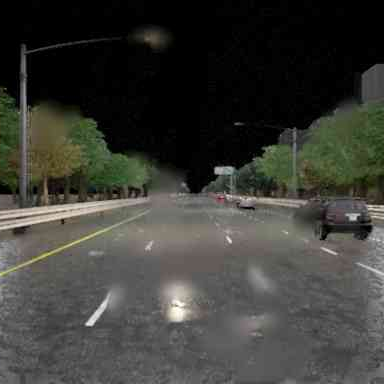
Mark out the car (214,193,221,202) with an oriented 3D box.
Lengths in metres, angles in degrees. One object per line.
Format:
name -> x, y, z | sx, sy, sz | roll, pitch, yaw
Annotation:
car -> 7.403, 1.430, 84.174 | 2.150, 2.045, 5.566 | 0, 0, 1

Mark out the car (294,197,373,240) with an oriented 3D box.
car -> 7.018, 1.252, 17.163 | 2.150, 2.045, 5.566 | 0, 0, 0

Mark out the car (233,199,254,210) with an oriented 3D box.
car -> 7.118, 1.663, 44.732 | 1.994, 1.385, 4.181 | 0, 0, 0

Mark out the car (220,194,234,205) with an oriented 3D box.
car -> 7.237, 1.641, 64.104 | 2.128, 1.511, 4.902 | 0, 0, 0
